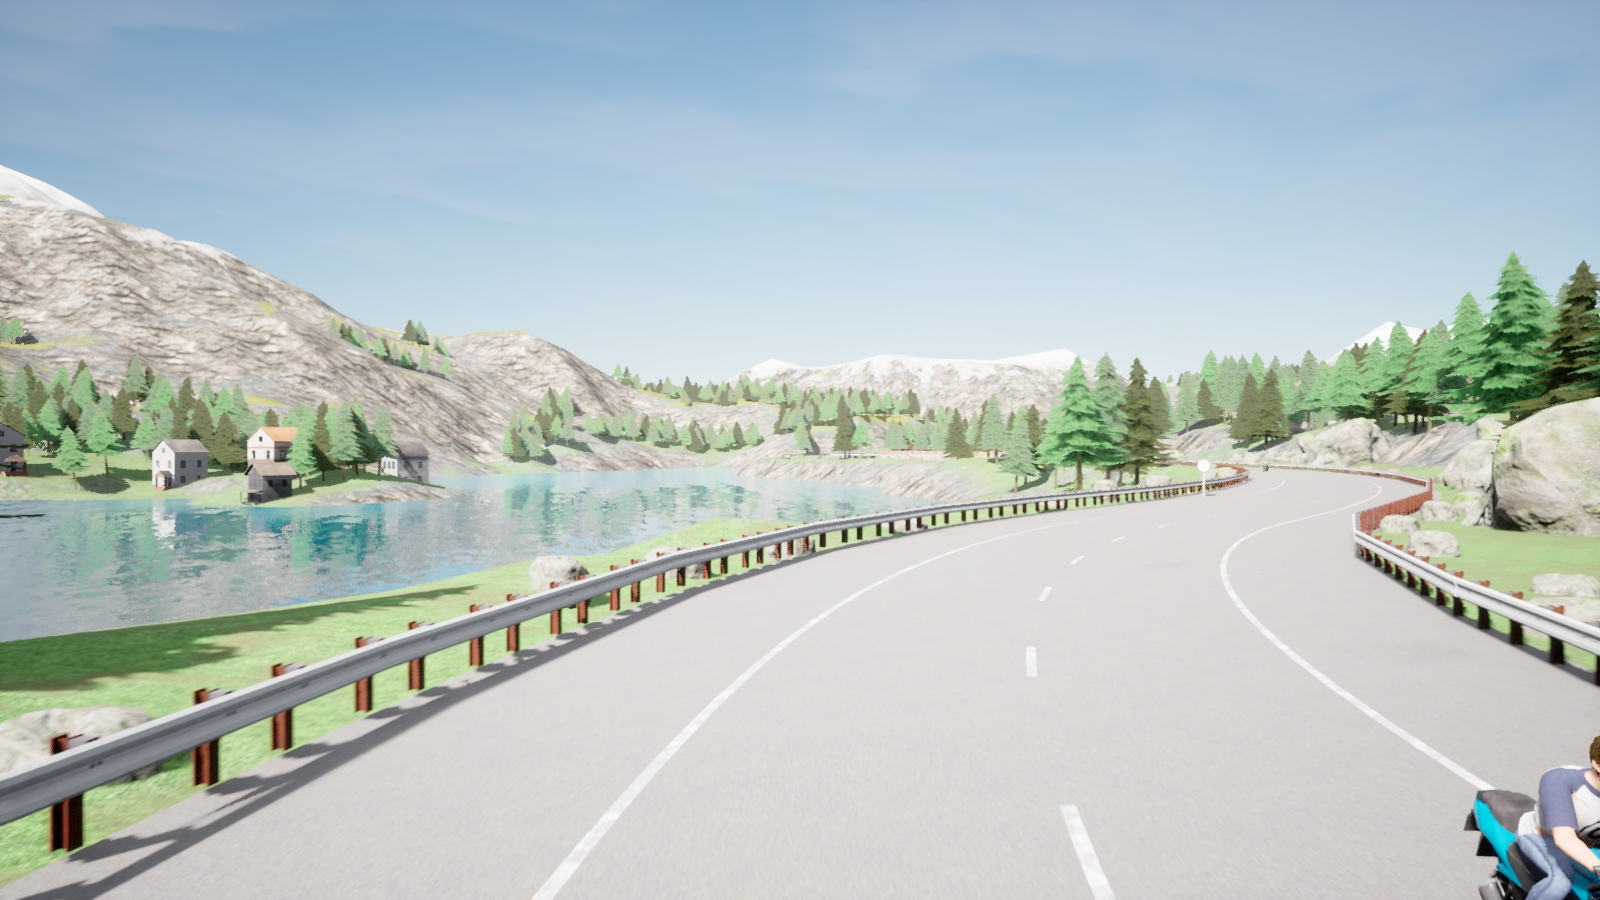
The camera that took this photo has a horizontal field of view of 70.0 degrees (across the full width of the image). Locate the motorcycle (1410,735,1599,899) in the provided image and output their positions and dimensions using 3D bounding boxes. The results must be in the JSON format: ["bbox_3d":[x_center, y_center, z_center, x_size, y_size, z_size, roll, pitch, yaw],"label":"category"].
[{"bbox_3d":[3.677,2.177,5.234,0.803,1.217,2.033,0,0,4],"label":"motorcycle"}]
